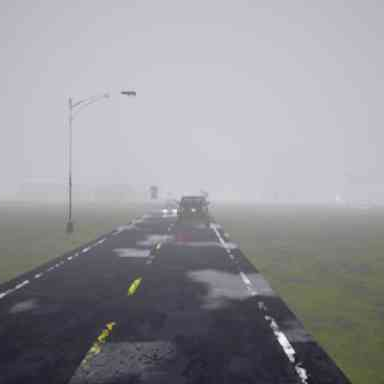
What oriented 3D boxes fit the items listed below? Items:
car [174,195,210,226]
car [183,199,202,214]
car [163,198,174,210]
[{"bbox_3d":[0.099,1.222,23.319,2.150,2.045,5.566,0,0,0],"label":"car"},{"bbox_3d":[0.099,1.567,36.747,1.994,1.385,4.181,0,0,0],"label":"car"},{"bbox_3d":[-2.758,1.556,44.197,2.033,1.411,5.357,0,0,0],"label":"car"}]
